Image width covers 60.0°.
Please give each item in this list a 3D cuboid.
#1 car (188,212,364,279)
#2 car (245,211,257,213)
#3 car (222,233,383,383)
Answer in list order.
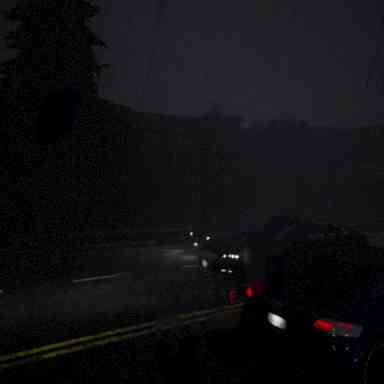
[{"bbox_3d":[2.541,1.446,8.978,4.902,1.511,2.128,0,0,-25],"label":"car"},{"bbox_3d":[2.588,1.480,12.933,5.357,1.411,2.033,0,0,-23],"label":"car"},{"bbox_3d":[2.802,1.541,5.013,4.181,1.385,1.994,0,0,-28],"label":"car"}]
